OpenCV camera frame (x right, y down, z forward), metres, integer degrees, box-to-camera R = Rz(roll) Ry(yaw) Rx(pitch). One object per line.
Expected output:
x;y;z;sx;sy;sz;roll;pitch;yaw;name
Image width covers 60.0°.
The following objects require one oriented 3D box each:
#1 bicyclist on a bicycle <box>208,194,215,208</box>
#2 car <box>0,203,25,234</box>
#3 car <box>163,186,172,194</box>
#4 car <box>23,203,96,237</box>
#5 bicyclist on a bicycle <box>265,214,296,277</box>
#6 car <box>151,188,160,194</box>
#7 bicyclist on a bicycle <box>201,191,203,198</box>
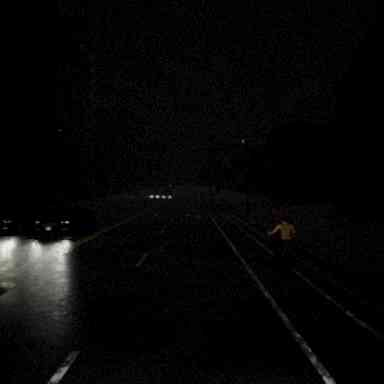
2.251;1.077;38.341;0.866;1.612;1.509;-1;1;0;bicyclist on a bicycle
-9.835;1.389;18.786;1.882;1.535;5.008;0;0;0;car
-6.487;-0.477;88.967;2.150;2.045;5.566;0;2;0;car
-6.585;1.411;17.715;2.128;1.511;4.902;0;0;0;car
2.496;1.401;9.141;0.866;1.612;1.509;0;0;0;bicyclist on a bicycle
-9.737;-0.348;89.031;2.097;1.767;4.553;0;2;0;car
2.263;0.575;73.091;0.582;1.620;1.656;0;1;0;bicyclist on a bicycle
